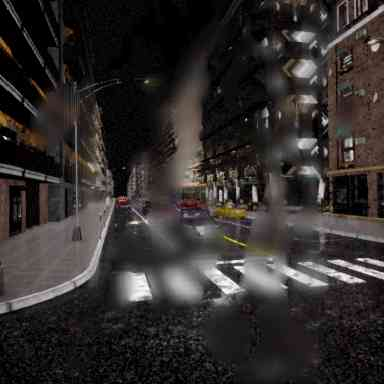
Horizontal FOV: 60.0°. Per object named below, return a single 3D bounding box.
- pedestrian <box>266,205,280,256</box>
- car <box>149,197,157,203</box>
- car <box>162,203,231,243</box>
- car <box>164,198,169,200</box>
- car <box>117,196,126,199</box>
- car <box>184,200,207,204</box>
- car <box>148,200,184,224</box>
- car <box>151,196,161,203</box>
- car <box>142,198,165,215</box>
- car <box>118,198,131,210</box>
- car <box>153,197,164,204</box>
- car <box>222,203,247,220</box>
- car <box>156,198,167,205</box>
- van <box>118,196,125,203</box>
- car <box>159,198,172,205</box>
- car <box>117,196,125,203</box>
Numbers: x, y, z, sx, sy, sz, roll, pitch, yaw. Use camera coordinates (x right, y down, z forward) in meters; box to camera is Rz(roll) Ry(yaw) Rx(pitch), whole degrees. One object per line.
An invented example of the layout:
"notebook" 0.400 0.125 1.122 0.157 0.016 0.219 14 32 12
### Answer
"pedestrian" 2.856 1.318 11.761 0.375 1.860 0.375 -1 0 -13
"car" -10.452 2.141 89.495 1.802 1.307 4.206 -1 0 -13
"car" 0.023 1.569 16.822 2.128 1.511 4.902 -1 0 -13
"car" -2.856 1.754 44.100 1.812 1.442 4.674 -1 0 -13
"car" -14.892 1.838 71.102 2.192 1.841 5.009 -1 0 -13
"car" 0.773 1.703 39.789 1.887 1.381 4.507 -1 0 -13
"car" -2.179 1.667 26.578 1.812 1.442 4.674 -1 0 -13
"car" -9.206 1.952 83.972 1.967 1.590 4.097 -1 0 -13
"car" -4.453 1.719 36.699 1.837 1.490 4.892 -1 0 -13
"car" -9.899 1.929 49.007 1.802 1.307 4.206 -1 0 -13
"car" -7.958 2.011 78.450 1.887 1.381 4.507 -1 0 -13
"car" 3.230 1.604 28.911 1.752 1.417 4.829 -1 0 -13
"car" -6.710 1.973 72.927 2.008 1.369 4.403 -1 0 -13
"van" -18.634 2.001 87.670 1.690 1.788 3.998 -1 0 -13
"car" -5.463 1.929 67.404 2.008 1.369 4.403 -1 0 -13
"car" -19.882 2.028 93.191 2.192 1.841 5.009 -1 0 -13
